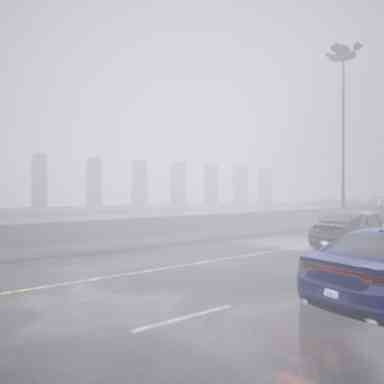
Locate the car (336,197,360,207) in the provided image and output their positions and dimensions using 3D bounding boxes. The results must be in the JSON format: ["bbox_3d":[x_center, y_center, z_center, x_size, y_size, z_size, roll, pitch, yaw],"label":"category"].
[{"bbox_3d":[22.291,1.445,46.014,4.181,1.385,1.994,0,0,-36],"label":"car"}]

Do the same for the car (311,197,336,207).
[{"bbox_3d":[19.532,1.428,48.327,5.357,1.411,2.033,0,0,-36],"label":"car"}]

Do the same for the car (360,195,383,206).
[{"bbox_3d":[24.425,1.236,43.243,4.553,1.767,2.097,0,0,-36],"label":"car"}]

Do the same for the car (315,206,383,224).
[{"bbox_3d":[6.420,1.472,12.568,4.892,1.490,1.837,0,0,-35],"label":"car"}]

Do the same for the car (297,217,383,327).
[{"bbox_3d":[4.250,1.459,6.752,5.008,1.535,1.882,0,0,-35],"label":"car"}]
